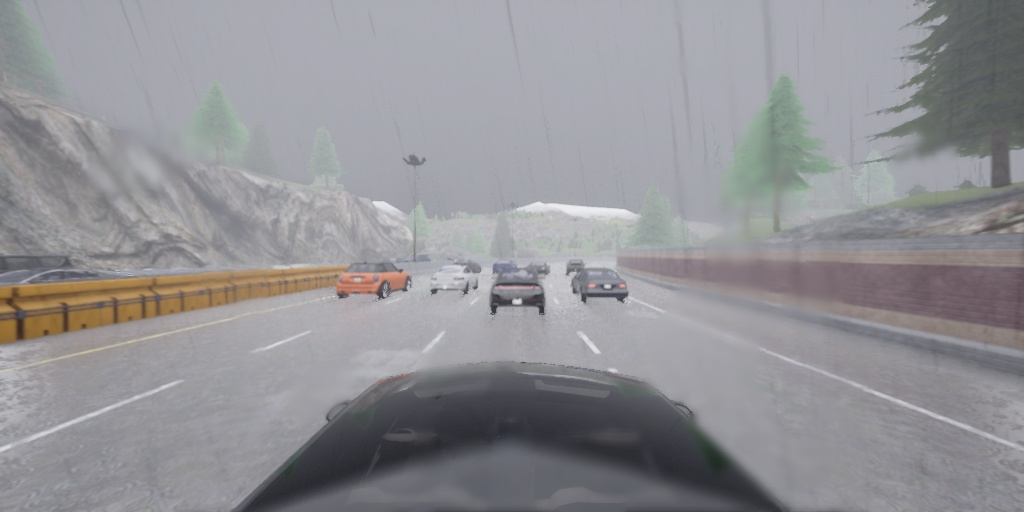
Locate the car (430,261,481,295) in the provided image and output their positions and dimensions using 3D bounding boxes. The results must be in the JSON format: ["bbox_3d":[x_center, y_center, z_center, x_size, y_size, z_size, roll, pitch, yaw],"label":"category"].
[{"bbox_3d":[-2.959,1.197,18.952,1.812,1.442,4.674,0,0,4],"label":"car"}]

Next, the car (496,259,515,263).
[{"bbox_3d":[-0.617,1.067,36.292,1.882,1.535,5.008,0,0,11],"label":"car"}]

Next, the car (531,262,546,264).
[{"bbox_3d":[2.683,1.194,35.101,1.895,1.301,4.718,0,0,11],"label":"car"}]

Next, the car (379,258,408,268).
[{"bbox_3d":[-17.908,1.039,54.526,1.812,1.442,4.674,0,0,17],"label":"car"}]

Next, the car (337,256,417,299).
[{"bbox_3d":[-6.552,1.031,17.583,2.097,1.767,4.553,0,0,3],"label":"car"}]

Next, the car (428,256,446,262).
[{"bbox_3d":[-10.442,1.012,54.911,1.837,1.490,4.892,0,0,18],"label":"car"}]

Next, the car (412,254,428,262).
[{"bbox_3d":[-14.411,0.735,54.024,2.150,2.045,5.566,0,0,17],"label":"car"}]

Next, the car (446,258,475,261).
[{"bbox_3d":[-4.377,1.087,35.281,2.128,1.511,4.902,0,0,10],"label":"car"}]

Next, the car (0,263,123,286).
[{"bbox_3d":[-17.435,1.197,13.204,2.128,1.511,4.902,0,0,2],"label":"car"}]

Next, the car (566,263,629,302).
[{"bbox_3d":[3.856,1.227,16.508,2.033,1.411,5.357,0,0,3],"label":"car"}]

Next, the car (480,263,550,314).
[{"bbox_3d":[0.236,1.187,13.411,2.128,1.511,4.902,0,0,2],"label":"car"}]

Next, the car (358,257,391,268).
[{"bbox_3d":[-21.233,1.002,55.547,2.128,1.511,4.902,0,0,17],"label":"car"}]

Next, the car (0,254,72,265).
[{"bbox_3d":[-20.933,0.924,14.085,2.150,2.045,5.566,0,0,2],"label":"car"}]

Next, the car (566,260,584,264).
[{"bbox_3d":[6.508,1.091,36.237,1.837,1.490,4.892,0,0,12],"label":"car"}]
